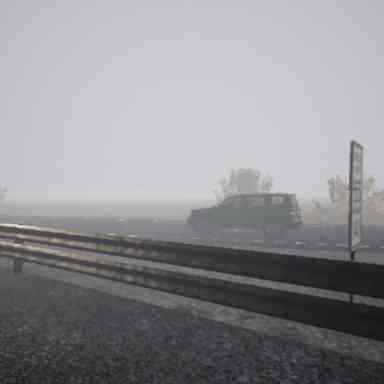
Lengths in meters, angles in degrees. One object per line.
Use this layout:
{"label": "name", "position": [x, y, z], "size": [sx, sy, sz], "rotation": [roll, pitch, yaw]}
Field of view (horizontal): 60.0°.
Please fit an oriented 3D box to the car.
{"label": "car", "position": [2.508, 1.074, 16.211], "size": [5.566, 2.045, 2.150], "rotation": [0, 0, 20]}
